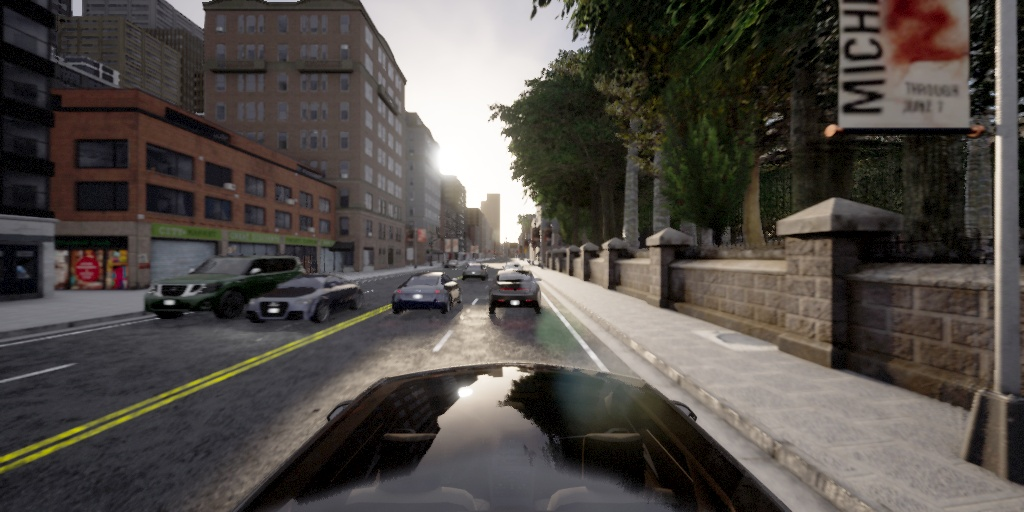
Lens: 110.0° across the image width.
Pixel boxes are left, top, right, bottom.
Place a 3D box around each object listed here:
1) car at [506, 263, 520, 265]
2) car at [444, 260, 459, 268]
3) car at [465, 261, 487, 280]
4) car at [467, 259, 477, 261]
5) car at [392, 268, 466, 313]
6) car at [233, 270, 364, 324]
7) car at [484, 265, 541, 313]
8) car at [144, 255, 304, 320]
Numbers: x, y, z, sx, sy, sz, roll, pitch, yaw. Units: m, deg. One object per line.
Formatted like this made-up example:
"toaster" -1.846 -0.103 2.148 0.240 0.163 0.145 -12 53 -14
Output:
"car" 0.095 1.312 31.869 1.812 1.442 4.674 0 0 0
"car" -9.761 1.365 58.182 1.837 1.490 4.892 0 0 0
"car" -3.156 1.349 31.409 1.994 1.385 4.181 0 0 0
"car" -6.512 1.316 58.119 2.128 1.511 4.902 0 0 0
"car" -3.152 1.328 13.985 1.994 1.385 4.181 0 0 0
"car" -6.602 1.326 11.926 1.994 1.385 4.181 0 0 0
"car" 0.098 1.269 14.023 1.837 1.490 4.892 0 0 0
"car" -9.861 0.984 13.110 2.150 2.045 5.566 0 0 0
